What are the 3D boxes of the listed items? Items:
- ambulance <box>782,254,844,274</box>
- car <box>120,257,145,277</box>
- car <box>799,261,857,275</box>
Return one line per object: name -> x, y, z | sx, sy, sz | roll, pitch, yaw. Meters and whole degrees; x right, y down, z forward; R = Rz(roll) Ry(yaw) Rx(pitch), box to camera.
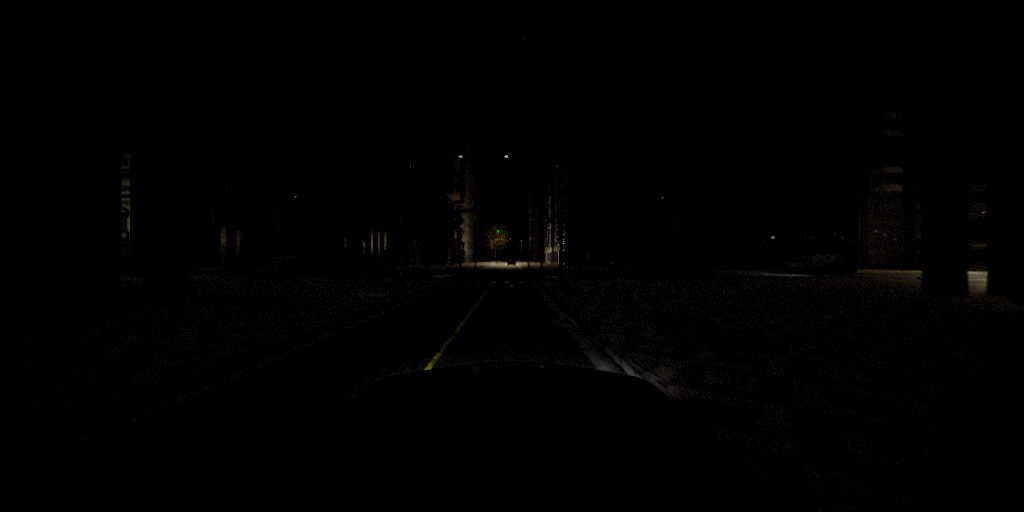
ambulance -> 37.046, 0.977, 44.243 | 6.366, 2.431, 2.351 | 0, 0, 0
car -> -39.888, 1.095, 37.919 | 5.566, 2.045, 2.150 | 0, 0, 1
car -> 36.312, 1.543, 41.063 | 4.718, 1.301, 1.895 | 0, 0, 1
